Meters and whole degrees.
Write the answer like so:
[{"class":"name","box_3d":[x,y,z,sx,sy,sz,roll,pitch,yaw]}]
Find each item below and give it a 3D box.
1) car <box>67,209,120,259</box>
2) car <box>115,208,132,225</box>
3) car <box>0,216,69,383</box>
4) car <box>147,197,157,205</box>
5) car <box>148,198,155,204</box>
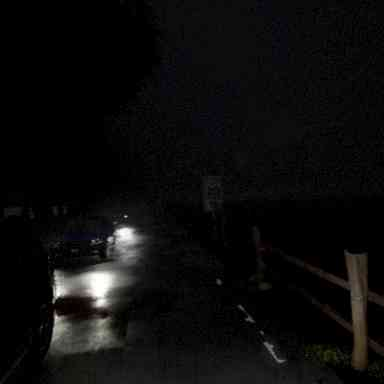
[{"class":"car","box_3d":[-4.317,1.736,13.765,1.882,1.535,5.008,-3,0,-7]},{"class":"car","box_3d":[-5.938,1.989,26.932,1.895,1.301,4.718,-3,0,-7]},{"class":"car","box_3d":[-3.002,1.390,3.090,2.150,2.045,5.566,-3,0,-7]},{"class":"car","box_3d":[-9.762,2.155,80.513,2.150,2.045,5.566,-3,0,-7]},{"class":"car","box_3d":[-11.077,2.420,91.152,1.837,1.490,4.892,-3,-1,-7]}]
